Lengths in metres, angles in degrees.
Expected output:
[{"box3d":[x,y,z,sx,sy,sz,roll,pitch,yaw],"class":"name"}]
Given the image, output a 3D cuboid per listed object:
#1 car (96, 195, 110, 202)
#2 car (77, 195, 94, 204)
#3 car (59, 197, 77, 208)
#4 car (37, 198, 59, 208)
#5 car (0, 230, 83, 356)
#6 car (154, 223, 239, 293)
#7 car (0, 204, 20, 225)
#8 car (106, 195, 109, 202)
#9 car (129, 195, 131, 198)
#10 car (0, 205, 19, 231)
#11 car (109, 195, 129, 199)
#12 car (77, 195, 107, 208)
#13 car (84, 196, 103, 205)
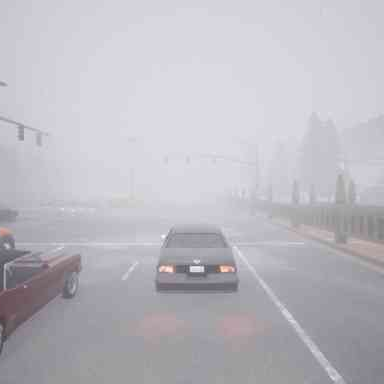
[{"box3d":[-21.076,1.518,78.797,2.128,1.511,4.902,0,0,0],"class":"car"},{"box3d":[-21.064,1.478,66.071,1.882,1.535,5.008,0,0,0],"class":"car"},{"box3d":[-17.627,1.526,49.430,1.812,1.442,4.674,0,0,0],"class":"car"},{"box3d":[-21.143,1.547,49.689,2.033,1.411,5.357,0,0,0],"class":"car"},{"box3d":[-3.405,1.601,5.519,1.895,1.301,4.718,0,0,0],"class":"car"},{"box3d":[0.091,1.547,8.974,2.033,1.411,5.357,0,0,0],"class":"car"},{"box3d":[-14.123,1.601,23.111,1.895,1.301,4.718,0,0,0],"class":"car"},{"box3d":[-17.567,1.355,69.763,2.097,1.767,4.553,0,0,0],"class":"car"},{"box3d":[-14.074,1.522,77.553,2.128,1.511,4.902,0,0,0],"class":"car"},{"box3d":[-6.909,1.352,9.183,2.097,1.767,4.553,0,0,0],"class":"car"},{"box3d":[-14.085,1.601,64.186,1.895,1.301,4.718,0,0,0],"class":"car"},{"box3d":[-14.144,1.547,47.306,2.033,1.411,5.357,0,0,0],"class":"car"},{"box3d":[-17.621,1.478,59.463,1.882,1.535,5.008,0,0,1],"class":"car"}]
